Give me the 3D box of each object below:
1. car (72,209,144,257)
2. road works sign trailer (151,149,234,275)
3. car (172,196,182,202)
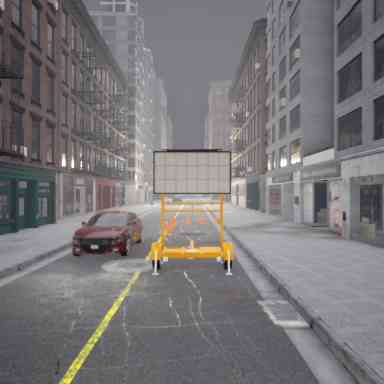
[{"bbox_3d":[-3.096,1.474,13.071,1.882,1.535,5.008,0,0,0],"label":"car"},{"bbox_3d":[0.009,0.462,10.413,2.380,3.560,2.880,0,0,0],"label":"road works sign trailer"},{"bbox_3d":[-2.983,1.504,66.626,2.033,1.411,5.357,0,0,0],"label":"car"}]
